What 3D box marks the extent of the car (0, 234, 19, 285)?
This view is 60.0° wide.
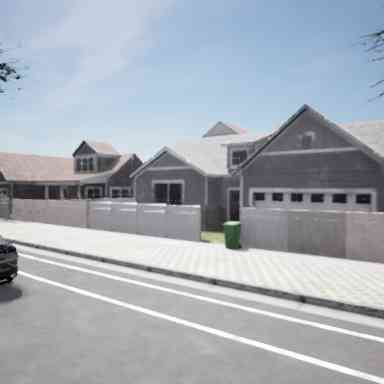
[{"bbox_3d":[-6.083,1.452,8.151,4.892,1.490,1.837,0,0,37],"label":"car"}]
